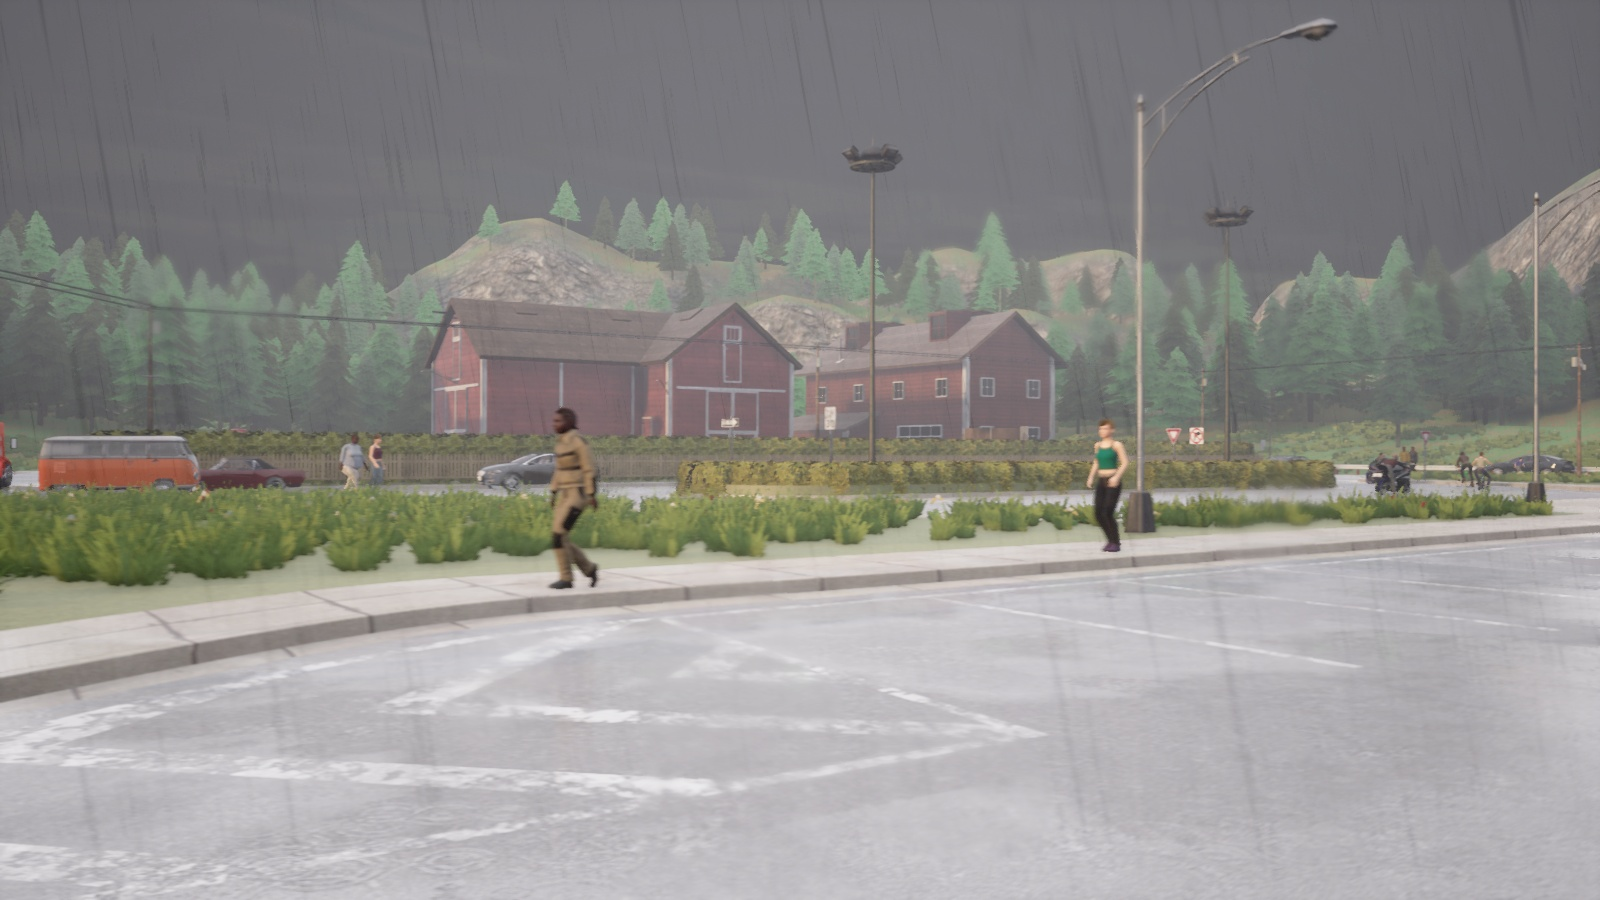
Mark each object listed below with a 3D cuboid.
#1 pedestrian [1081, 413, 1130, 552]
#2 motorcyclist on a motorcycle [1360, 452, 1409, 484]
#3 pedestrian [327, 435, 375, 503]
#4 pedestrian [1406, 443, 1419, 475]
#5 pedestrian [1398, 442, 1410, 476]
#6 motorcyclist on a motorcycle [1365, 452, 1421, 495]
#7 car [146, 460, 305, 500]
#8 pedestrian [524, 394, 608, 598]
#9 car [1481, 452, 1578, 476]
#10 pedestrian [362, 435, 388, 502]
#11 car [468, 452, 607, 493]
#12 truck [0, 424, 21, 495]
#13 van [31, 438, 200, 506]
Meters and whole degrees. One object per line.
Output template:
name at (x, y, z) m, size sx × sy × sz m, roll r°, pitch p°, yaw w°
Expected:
pedestrian at (4.111, 0.433, 16.910) m, size 0.594 × 1.836 × 0.345 m, roll 0°, pitch 0°, yaw -37°
motorcyclist on a motorcycle at (28.844, 0.871, 62.013) m, size 0.866 × 1.530 × 2.191 m, roll 0°, pitch 0°, yaw -24°
pedestrian at (-12.400, 0.511, 34.663) m, size 0.900 × 1.855 × 0.874 m, roll 0°, pitch 0°, yaw 33°
pedestrian at (34.603, 0.501, 70.886) m, size 0.869 × 1.805 × 0.328 m, roll 0°, pitch 0°, yaw -40°
pedestrian at (33.727, 0.501, 70.106) m, size 0.726 × 1.835 × 0.370 m, roll 0°, pitch 0°, yaw -40°
motorcyclist on a motorcycle at (21.767, 0.847, 46.054) m, size 2.191 × 1.530 × 0.866 m, roll 0°, pitch 0°, yaw -34°
car at (-19.664, 0.992, 43.076) m, size 4.718 × 1.301 × 1.895 m, roll 0°, pitch 0°, yaw -34°
pedestrian at (-2.272, 0.435, 12.200) m, size 0.692 × 1.930 × 0.396 m, roll 0°, pitch 0°, yaw -35°
car at (45.297, 0.845, 78.044) m, size 1.837 × 1.490 × 4.892 m, roll 0°, pitch 0°, yaw -38°
pedestrian at (-11.802, 0.510, 34.871) m, size 0.594 × 1.836 × 0.345 m, roll 0°, pitch 0°, yaw 20°
car at (-10.296, 0.844, 49.420) m, size 4.902 × 1.511 × 2.128 m, roll 0°, pitch 0°, yaw -34°
truck at (-29.964, 0.324, 45.210) m, size 2.627 × 2.467 × 5.204 m, roll 0°, pitch 0°, yaw -25°
van at (-20.769, 0.637, 38.310) m, size 4.442 × 1.987 × 1.775 m, roll 0°, pitch 0°, yaw -26°
